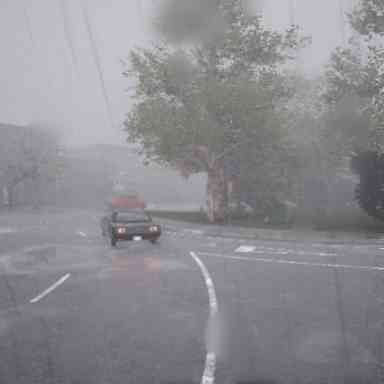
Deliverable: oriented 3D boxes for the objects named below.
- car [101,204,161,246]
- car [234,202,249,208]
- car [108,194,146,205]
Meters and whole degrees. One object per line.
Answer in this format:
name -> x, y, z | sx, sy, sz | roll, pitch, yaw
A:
car -> -2.847, 1.422, 14.552 | 1.895, 1.301, 4.718 | 0, 1, -21
car -> 13.752, 3.461, 93.919 | 2.435, 2.045, 5.566 | 0, -1, 31
car -> -7.947, 1.320, 40.949 | 2.150, 2.045, 5.566 | 0, -3, 27
